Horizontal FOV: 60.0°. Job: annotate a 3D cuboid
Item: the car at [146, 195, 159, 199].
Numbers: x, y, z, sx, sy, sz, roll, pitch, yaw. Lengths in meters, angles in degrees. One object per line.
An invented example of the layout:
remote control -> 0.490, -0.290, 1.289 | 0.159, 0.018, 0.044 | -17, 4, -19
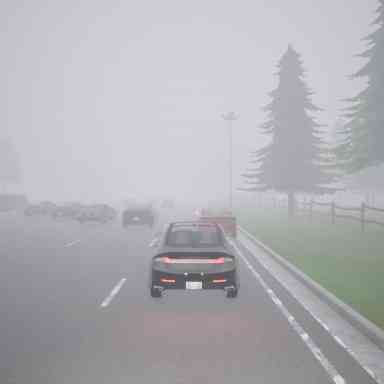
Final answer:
car -> -6.886, 1.601, 58.596 | 1.895, 1.301, 4.718 | 0, 0, 0

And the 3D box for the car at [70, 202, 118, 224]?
car -> -6.895, 1.547, 24.642 | 2.033, 1.411, 5.357 | 0, 0, 0

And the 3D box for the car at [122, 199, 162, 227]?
car -> -3.395, 1.477, 22.610 | 1.882, 1.535, 5.008 | 0, 0, 0

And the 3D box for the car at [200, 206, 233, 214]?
car -> 1.229, 1.478, 17.839 | 1.882, 1.535, 5.008 | 0, 0, 0

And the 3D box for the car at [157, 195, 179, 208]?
car -> -3.388, 1.547, 47.485 | 2.033, 1.411, 5.357 | 0, 0, 0

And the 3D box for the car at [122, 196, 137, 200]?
car -> -10.386, 1.477, 55.489 | 1.882, 1.535, 5.008 | 0, 0, 0

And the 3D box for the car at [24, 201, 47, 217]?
car -> -13.906, 1.525, 31.088 | 1.812, 1.442, 4.674 | 0, 0, 0

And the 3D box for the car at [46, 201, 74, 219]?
car -> -10.407, 1.525, 28.555 | 1.812, 1.442, 4.674 | 0, 0, 0

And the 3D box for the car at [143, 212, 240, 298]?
car -> 0.054, 1.491, 8.498 | 2.128, 1.511, 4.902 | 0, 0, 0
